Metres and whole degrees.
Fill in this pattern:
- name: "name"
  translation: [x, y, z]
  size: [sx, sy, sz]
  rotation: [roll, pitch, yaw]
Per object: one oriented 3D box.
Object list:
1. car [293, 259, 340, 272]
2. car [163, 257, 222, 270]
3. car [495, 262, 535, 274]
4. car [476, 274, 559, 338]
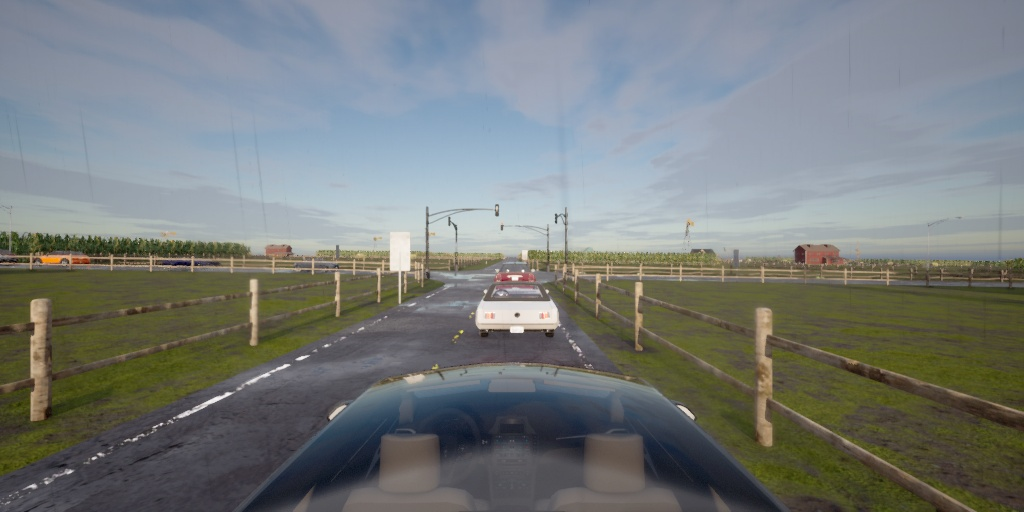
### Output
- name: "car"
  translation: [-19.968, 0.962, 36.778]
  size: [4.181, 1.385, 1.994]
  rotation: [1, 0, 0]
- name: "car"
  translation: [-32.694, 0.768, 36.819]
  size: [4.718, 1.301, 1.895]
  rotation: [1, 0, 1]
- name: "car"
  translation: [0.178, 1.103, 19.173]
  size: [2.097, 1.767, 4.553]
  rotation: [0, 0, 1]
- name: "car"
  translation: [0.123, 1.351, 10.184]
  size: [1.895, 1.301, 4.718]
  rotation: [0, 0, 0]
